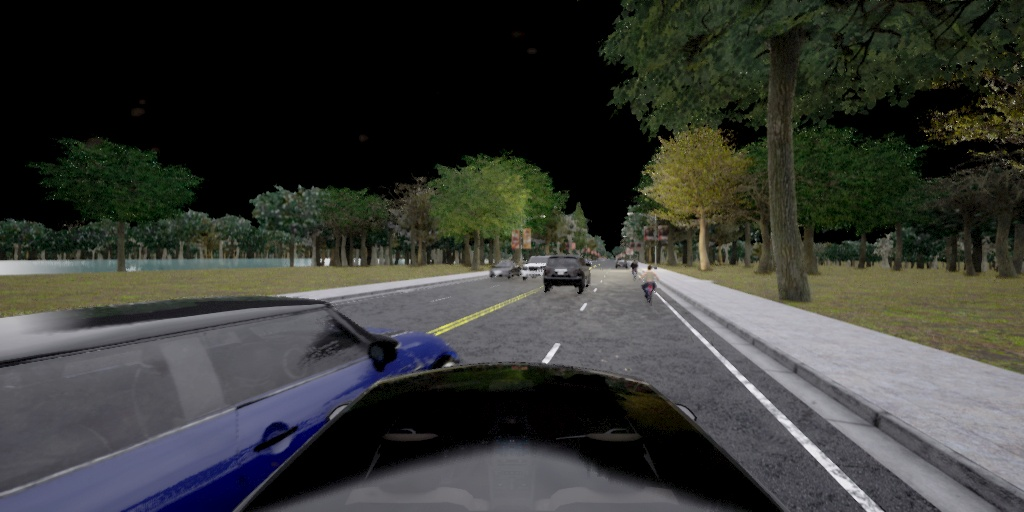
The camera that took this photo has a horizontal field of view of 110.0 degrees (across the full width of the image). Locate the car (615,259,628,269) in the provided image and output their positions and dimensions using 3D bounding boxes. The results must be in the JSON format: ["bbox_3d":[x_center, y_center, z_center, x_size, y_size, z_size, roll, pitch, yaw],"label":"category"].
[{"bbox_3d":[18.118,1.317,59.369,1.812,1.442,4.674,0,0,16],"label":"car"}]

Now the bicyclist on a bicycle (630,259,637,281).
[{"bbox_3d":[9.889,1.134,28.993,0.659,1.776,1.843,0,0,17],"label":"bicyclist on a bicycle"}]

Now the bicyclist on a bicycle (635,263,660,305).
[{"bbox_3d":[5.733,1.196,14.986,0.866,1.612,1.509,0,0,16],"label":"bicyclist on a bicycle"}]

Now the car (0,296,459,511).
[{"bbox_3d":[-2.131,1.098,2.842,2.097,1.767,4.553,0,0,17],"label":"car"}]

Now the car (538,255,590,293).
[{"bbox_3d":[3.304,0.975,21.053,2.150,2.045,5.566,0,0,17],"label":"car"}]

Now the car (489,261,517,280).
[{"bbox_3d":[-0.508,1.235,31.708,2.128,1.511,4.902,0,0,17],"label":"car"}]

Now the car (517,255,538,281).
[{"bbox_3d":[2.393,0.970,30.060,2.150,2.045,5.566,0,0,17],"label":"car"}]
